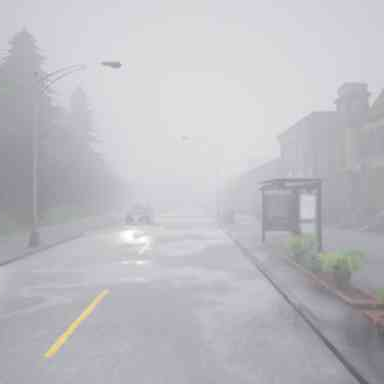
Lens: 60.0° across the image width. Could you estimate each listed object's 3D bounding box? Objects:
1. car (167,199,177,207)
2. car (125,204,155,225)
[{"bbox_3d":[-4.025,2.227,68.167,2.128,1.511,4.902,0,0,0],"label":"car"},{"bbox_3d":[-4.103,1.763,26.825,2.128,1.511,4.902,0,-1,0],"label":"car"}]
